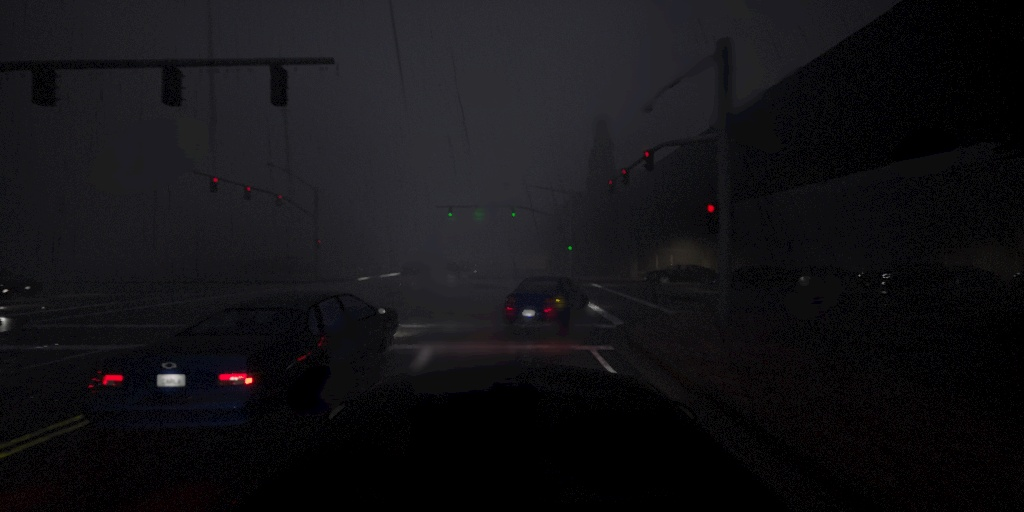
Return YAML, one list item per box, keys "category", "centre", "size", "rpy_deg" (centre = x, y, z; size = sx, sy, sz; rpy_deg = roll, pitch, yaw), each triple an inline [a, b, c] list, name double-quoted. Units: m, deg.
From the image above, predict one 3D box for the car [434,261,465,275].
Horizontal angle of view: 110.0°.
- category: "car"
  centre: [-7.168, 1.389, 41.586]
  size: [2.128, 1.511, 4.902]
  rpy_deg: [0, 0, 1]

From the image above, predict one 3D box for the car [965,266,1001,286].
- category: "car"
  centre: [31.658, 1.401, 25.506]
  size: [4.181, 1.385, 1.994]
  rpy_deg: [0, 0, 1]

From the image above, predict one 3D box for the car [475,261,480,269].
- category: "car"
  centre: [-6.616, 1.570, 61.095]
  size: [1.895, 1.301, 4.718]
  rpy_deg: [0, 0, 2]

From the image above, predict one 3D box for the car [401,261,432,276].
- category: "car"
  centre: [-10.706, 1.368, 39.544]
  size: [1.882, 1.535, 5.008]
  rpy_deg: [0, 0, 1]

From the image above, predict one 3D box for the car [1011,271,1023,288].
- category: "car"
  centre: [33.976, 1.176, 22.019]
  size: [4.553, 1.767, 2.097]
  rpy_deg: [0, 0, -1]

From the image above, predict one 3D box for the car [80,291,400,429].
- category: "car"
  centre: [-3.520, 1.314, 6.137]
  size: [2.033, 1.411, 5.357]
  rpy_deg: [0, 0, -2]

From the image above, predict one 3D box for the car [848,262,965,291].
- category: "car"
  centre: [24.093, 1.177, 22.050]
  size: [4.553, 1.767, 2.097]
  rpy_deg: [0, 0, 0]

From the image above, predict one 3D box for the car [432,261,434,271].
- category: "car"
  centre: [-10.500, 1.429, 48.881]
  size: [1.837, 1.490, 4.892]
  rpy_deg: [0, 0, 1]

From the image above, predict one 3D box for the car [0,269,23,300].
- category: "car"
  centre: [-23.475, 1.344, 14.141]
  size: [5.357, 1.411, 2.033]
  rpy_deg: [0, 0, 0]

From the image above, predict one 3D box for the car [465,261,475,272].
- category: "car"
  centre: [-6.938, 1.410, 51.128]
  size: [1.882, 1.535, 5.008]
  rpy_deg: [0, 0, 2]

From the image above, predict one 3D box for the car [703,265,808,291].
- category: "car"
  centre: [14.886, 1.330, 22.090]
  size: [4.892, 1.490, 1.837]
  rpy_deg: [0, 0, 0]

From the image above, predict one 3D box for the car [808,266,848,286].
- category: "car"
  centre: [21.700, 1.385, 25.561]
  size: [5.357, 1.411, 2.033]
  rpy_deg: [0, 0, 0]

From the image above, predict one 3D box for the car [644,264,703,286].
- category: "car"
  centre: [11.962, 1.329, 25.602]
  size: [4.902, 1.511, 2.128]
  rpy_deg: [0, 0, 0]

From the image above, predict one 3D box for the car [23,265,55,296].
- category: "car"
  centre: [-26.254, 1.314, 17.633]
  size: [4.892, 1.490, 1.837]
  rpy_deg: [0, 0, 0]

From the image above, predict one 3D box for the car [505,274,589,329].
- category: "car"
  centre: [1.196, 1.312, 11.496]
  size: [1.812, 1.442, 4.674]
  rpy_deg: [-1, 0, 19]
